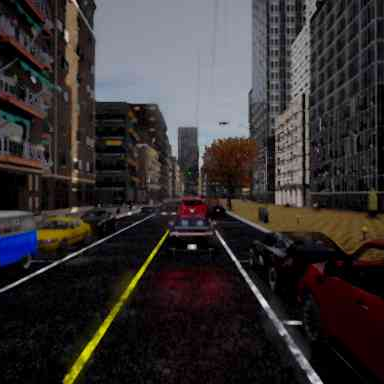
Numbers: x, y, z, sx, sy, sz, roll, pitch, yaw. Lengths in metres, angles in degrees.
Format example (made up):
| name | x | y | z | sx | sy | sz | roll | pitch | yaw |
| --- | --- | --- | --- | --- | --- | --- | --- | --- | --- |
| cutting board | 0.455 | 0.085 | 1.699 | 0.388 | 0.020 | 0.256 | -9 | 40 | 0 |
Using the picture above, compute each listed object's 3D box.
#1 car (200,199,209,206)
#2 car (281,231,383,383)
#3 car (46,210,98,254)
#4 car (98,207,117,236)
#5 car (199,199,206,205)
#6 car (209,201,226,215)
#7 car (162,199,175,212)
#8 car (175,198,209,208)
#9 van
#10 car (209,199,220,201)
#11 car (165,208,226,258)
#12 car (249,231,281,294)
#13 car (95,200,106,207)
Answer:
| name | x | y | z | sx | sy | sz | roll | pitch | yaw |
| --- | --- | --- | --- | --- | --- | --- | --- | --- | --- |
| car | 2.701 | 2.377 | 74.367 | 1.887 | 1.381 | 4.507 | 0 | -1 | 0 |
| car | 2.693 | 1.351 | 3.326 | 2.192 | 1.841 | 5.009 | 0 | -1 | 0 |
| car | -5.687 | 1.676 | 14.200 | 1.752 | 1.417 | 4.829 | 0 | -1 | 0 |
| car | -5.687 | 1.778 | 19.892 | 1.947 | 1.339 | 4.313 | 0 | -1 | 0 |
| car | 2.702 | 2.494 | 85.602 | 1.752 | 1.417 | 4.829 | 0 | -1 | 0 |
| car | 2.697 | 1.962 | 36.458 | 1.947 | 1.339 | 4.313 | 0 | -1 | 0 |
| car | -3.014 | 2.063 | 45.543 | 1.994 | 1.385 | 4.181 | 0 | -1 | 0 |
| car | 0.013 | 1.521 | 27.564 | 2.150 | 2.045 | 5.566 | 0 | 0 | 0 |
| van | -5.688 | 1.435 | 8.849 | 1.690 | 1.788 | 3.998 | 0 | -1 | 0 |
| car | 2.698 | 1.773 | 41.984 | 2.192 | 1.841 | 5.009 | 0 | -1 | 0 |
| car | 0.024 | 1.636 | 13.502 | 2.128 | 1.511 | 4.902 | 0 | 0 | 1 |
| car | 2.693 | 1.659 | 8.845 | 1.947 | 1.339 | 4.313 | 0 | -1 | 0 |
| car | -16.418 | 1.947 | 54.968 | 4.403 | 1.369 | 2.008 | 1 | -2 | -1 |
